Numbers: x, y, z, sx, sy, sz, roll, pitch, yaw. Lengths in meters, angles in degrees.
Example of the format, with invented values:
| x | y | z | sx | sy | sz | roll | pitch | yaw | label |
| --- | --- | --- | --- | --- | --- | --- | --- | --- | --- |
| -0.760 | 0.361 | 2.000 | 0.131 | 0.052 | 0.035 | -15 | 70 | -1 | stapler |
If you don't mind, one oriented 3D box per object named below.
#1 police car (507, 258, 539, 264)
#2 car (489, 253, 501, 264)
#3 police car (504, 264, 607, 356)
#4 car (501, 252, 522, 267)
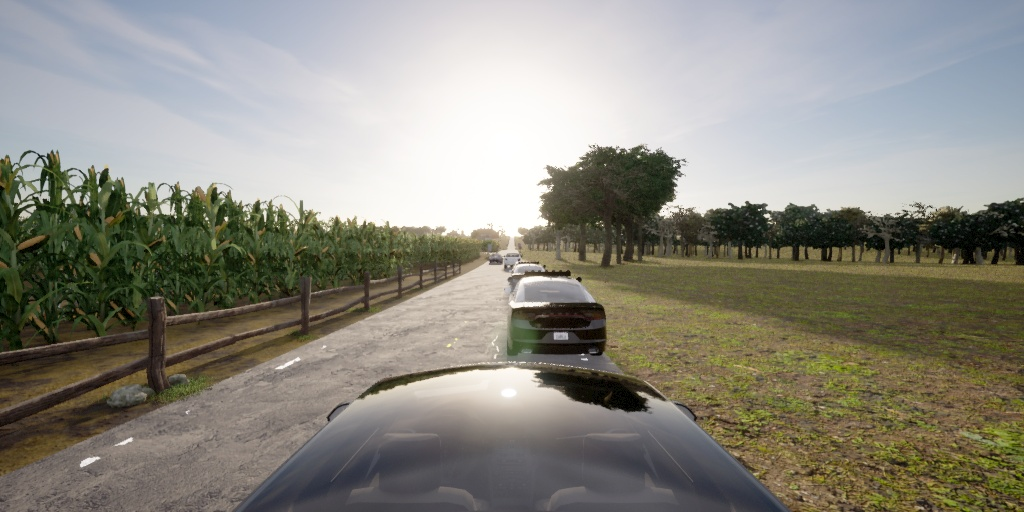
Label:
| x | y | z | sx | sy | sz | roll | pitch | yaw | label |
| --- | --- | --- | --- | --- | --- | --- | --- | --- | --- |
| 0.865 | 1.090 | 18.722 | 1.930 | 1.638 | 5.238 | 0 | 0 | 0 | police car |
| -2.620 | 0.364 | 58.001 | 2.097 | 1.767 | 4.553 | 0 | 2 | 0 | car |
| 0.843 | 1.154 | 8.721 | 1.930 | 1.638 | 5.238 | 0 | 0 | 0 | police car |
| 0.129 | 0.527 | 46.112 | 2.150 | 2.045 | 5.566 | 0 | 1 | 1 | car |
